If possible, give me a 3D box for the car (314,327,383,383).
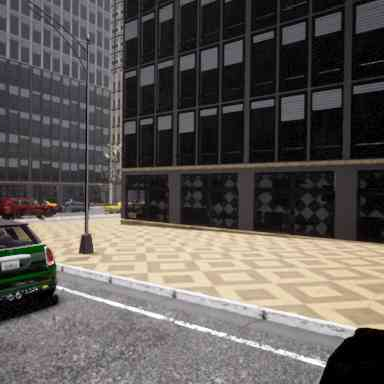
[{"bbox_3d":[2.987,1.602,1.549,4.718,1.301,1.895,0,0,36],"label":"car"}]

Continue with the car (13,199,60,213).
[{"bbox_3d":[-18.419,1.636,39.540,1.752,1.417,4.829,1,0,37],"label":"car"}]

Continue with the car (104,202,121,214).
[{"bbox_3d":[-8.124,1.824,39.357,1.752,1.417,4.829,1,0,37],"label":"car"}]

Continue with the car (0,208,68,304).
[{"bbox_3d":[-5.011,1.347,7.267,4.553,1.767,2.097,0,0,36],"label":"car"}]

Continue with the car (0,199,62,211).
[{"bbox_3d":[-14.939,1.514,30.158,2.192,1.841,5.009,1,0,37],"label":"car"}]

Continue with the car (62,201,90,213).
[{"bbox_3d":[-14.539,1.743,40.409,1.994,1.385,4.181,1,0,37],"label":"car"}]
